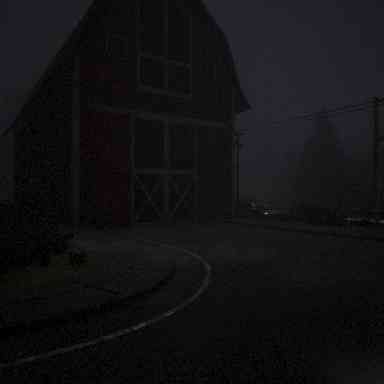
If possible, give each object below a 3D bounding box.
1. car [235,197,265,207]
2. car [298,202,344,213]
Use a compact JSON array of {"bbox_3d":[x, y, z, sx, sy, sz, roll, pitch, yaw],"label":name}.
[{"bbox_3d":[6.167,1.379,37.650,2.097,1.767,4.553,0,0,-34],"label":"car"},{"bbox_3d":[11.274,1.627,30.210,1.895,1.301,4.718,0,0,-34],"label":"car"}]
